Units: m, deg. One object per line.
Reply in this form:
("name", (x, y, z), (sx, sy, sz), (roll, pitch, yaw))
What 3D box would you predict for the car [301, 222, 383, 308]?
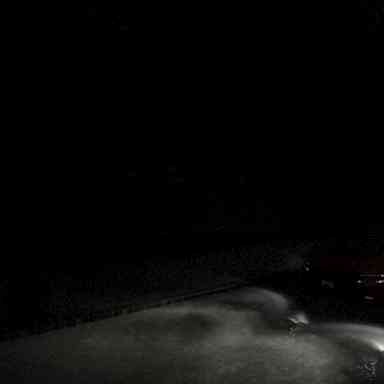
("car", (4.656, 1.484, 7.808), (5.008, 1.535, 1.882), (0, 1, -35))
